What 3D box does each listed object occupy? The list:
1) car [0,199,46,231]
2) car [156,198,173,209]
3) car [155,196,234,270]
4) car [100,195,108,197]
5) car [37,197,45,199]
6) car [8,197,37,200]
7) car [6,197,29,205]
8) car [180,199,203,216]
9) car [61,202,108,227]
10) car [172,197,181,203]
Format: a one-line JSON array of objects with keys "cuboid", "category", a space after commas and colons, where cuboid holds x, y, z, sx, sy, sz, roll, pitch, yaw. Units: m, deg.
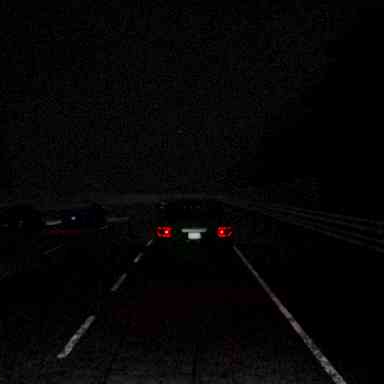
[{"cuboid": [-10.502, 1.431, 19.968, 1.837, 1.490, 4.892, 0, 0, 0], "category": "car"}, {"cuboid": [-3.738, 1.495, 45.207, 1.994, 1.385, 4.181, 0, 0, 0], "category": "car"}, {"cuboid": [0.045, 1.175, 11.028, 2.150, 2.045, 5.566, 0, 0, 0], "category": "car"}, {"cuboid": [-21.432, 1.494, 81.096, 1.837, 1.490, 4.892, 0, -1, 0], "category": "car"}, {"cuboid": [-28.327, 1.621, 60.868, 1.837, 1.490, 4.892, 0, 0, 0], "category": "car"}, {"cuboid": [-21.299, 1.416, 40.356, 1.882, 1.535, 5.008, 0, 0, 0], "category": "car"}, {"cuboid": [-31.822, 1.679, 60.698, 1.994, 1.385, 4.181, 0, -1, 0], "category": "car"}, {"cuboid": [-0.066, 1.431, 31.702, 2.033, 1.411, 5.357, 0, 0, 0], "category": "car"}, {"cuboid": [-7.014, 1.389, 22.115, 1.882, 1.535, 5.008, 0, 0, 0], "category": "car"}, {"cuboid": [-3.943, 1.920, 83.458, 2.033, 1.411, 5.357, 0, -1, 0], "category": "car"}]
